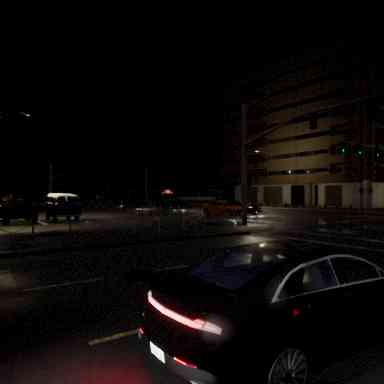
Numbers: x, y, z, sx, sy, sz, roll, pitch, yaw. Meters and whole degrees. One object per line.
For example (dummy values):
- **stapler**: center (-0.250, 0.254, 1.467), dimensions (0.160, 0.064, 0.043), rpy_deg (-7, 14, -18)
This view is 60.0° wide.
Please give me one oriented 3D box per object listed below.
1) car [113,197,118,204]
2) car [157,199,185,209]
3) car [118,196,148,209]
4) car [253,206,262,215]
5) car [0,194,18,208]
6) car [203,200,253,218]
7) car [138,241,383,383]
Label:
- **car**: center (-12.966, 1.566, 60.759), dimensions (1.837, 1.490, 4.892), rpy_deg (0, 0, -34)
- **car**: center (-2.936, 1.656, 45.887), dimensions (1.895, 1.301, 4.718), rpy_deg (0, 0, -34)
- **car**: center (-8.214, 1.602, 47.421), dimensions (2.033, 1.411, 5.357), rpy_deg (0, 0, -34)
- **car**: center (4.782, 1.603, 34.563), dimensions (2.033, 1.411, 5.357), rpy_deg (0, 0, -34)
- **car**: center (-31.359, 1.209, 56.593), dimensions (1.932, 1.855, 4.605), rpy_deg (0, 0, -34)
- **car**: center (2.985, 1.533, 30.986), dimensions (1.882, 1.535, 5.008), rpy_deg (0, 0, -34)
- **car**: center (1.638, 1.491, 4.908), dimensions (4.902, 1.511, 2.128), rpy_deg (0, 0, -34)
